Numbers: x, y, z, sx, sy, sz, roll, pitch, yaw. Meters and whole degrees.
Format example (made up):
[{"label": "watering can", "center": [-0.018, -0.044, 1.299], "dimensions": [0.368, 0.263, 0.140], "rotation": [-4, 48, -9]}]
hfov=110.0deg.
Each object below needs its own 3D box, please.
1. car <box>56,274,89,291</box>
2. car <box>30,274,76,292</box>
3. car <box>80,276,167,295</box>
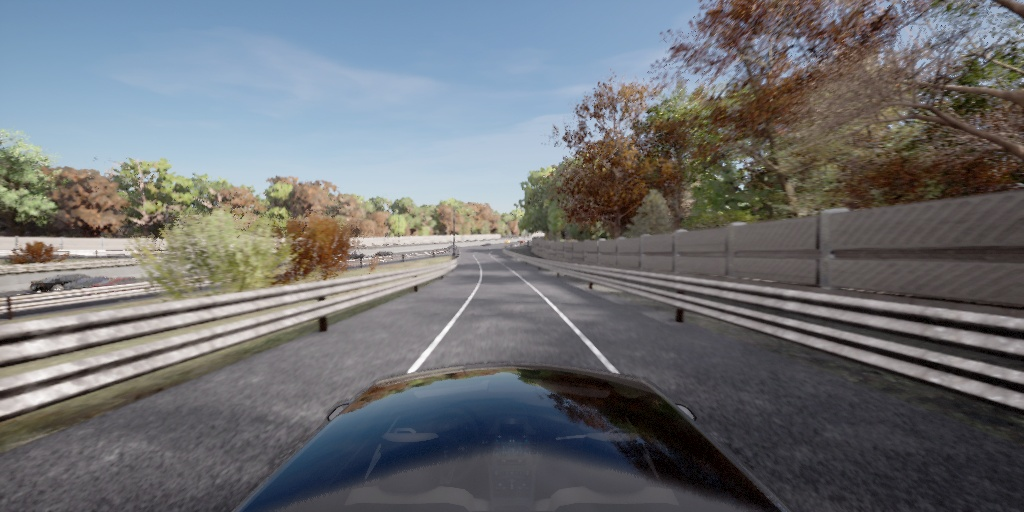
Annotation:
[{"label": "car", "center": [-35.490, 2.441, 31.052], "dimensions": [1.994, 1.385, 4.181], "rotation": [1, 4, 17]}, {"label": "car", "center": [-38.867, 2.310, 31.970], "dimensions": [1.882, 1.535, 5.008], "rotation": [1, 4, 17]}, {"label": "car", "center": [-32.119, 2.449, 30.108], "dimensions": [1.812, 1.442, 4.674], "rotation": [1, 4, 17]}]
